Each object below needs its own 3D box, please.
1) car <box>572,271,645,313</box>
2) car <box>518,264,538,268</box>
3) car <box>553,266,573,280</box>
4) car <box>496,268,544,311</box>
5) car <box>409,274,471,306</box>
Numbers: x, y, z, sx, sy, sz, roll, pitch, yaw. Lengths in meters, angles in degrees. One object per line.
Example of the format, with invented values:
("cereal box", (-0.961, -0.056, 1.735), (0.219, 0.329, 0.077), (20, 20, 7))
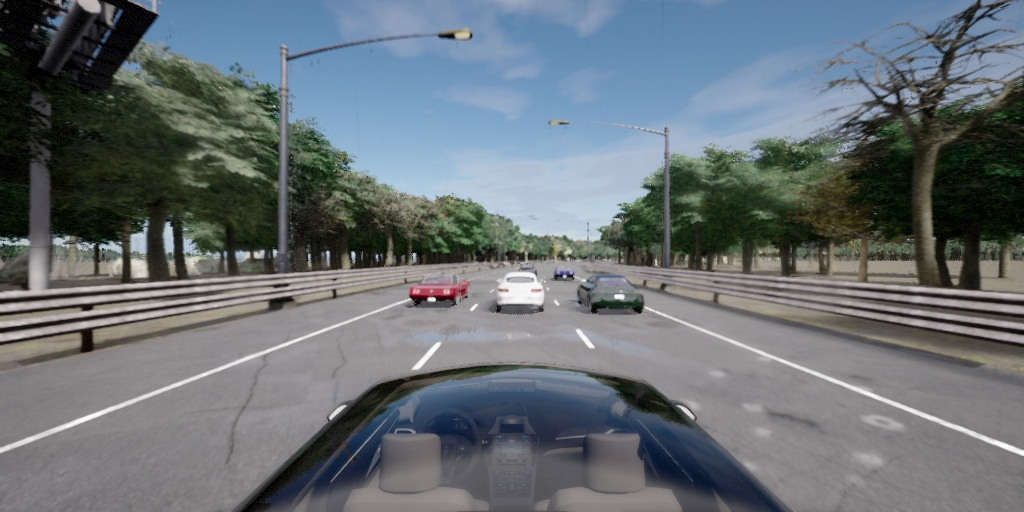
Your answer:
("car", (3.849, 1.422, 14.629), (1.994, 1.385, 4.181), (0, 0, 2))
("car", (1.554, 1.506, 35.295), (2.128, 1.511, 4.902), (0, 0, 5))
("car", (5.064, 1.624, 35.383), (1.895, 1.301, 4.718), (0, 0, 5))
("car", (0.350, 1.378, 14.857), (1.812, 1.442, 4.674), (0, 0, 2))
("car", (-3.097, 1.458, 16.445), (1.895, 1.301, 4.718), (0, 0, 2))
